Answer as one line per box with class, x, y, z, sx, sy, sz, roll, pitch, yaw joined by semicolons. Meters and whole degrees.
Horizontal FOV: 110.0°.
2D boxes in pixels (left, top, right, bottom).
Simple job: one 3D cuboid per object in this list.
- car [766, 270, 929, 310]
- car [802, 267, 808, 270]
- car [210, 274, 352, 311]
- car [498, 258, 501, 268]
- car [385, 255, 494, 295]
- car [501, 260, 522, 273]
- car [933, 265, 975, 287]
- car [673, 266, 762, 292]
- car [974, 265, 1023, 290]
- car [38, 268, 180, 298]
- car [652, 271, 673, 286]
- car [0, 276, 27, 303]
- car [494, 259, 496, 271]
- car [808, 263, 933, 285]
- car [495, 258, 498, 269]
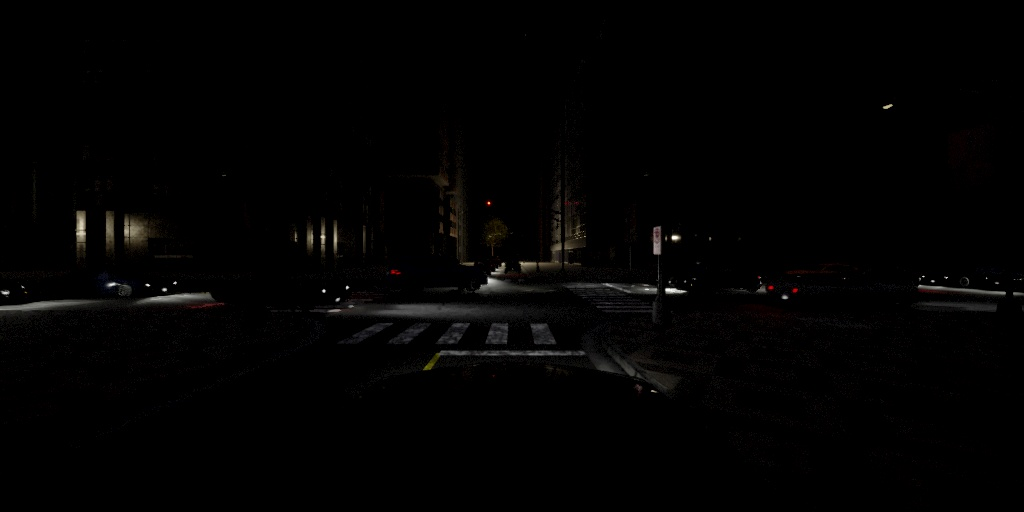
car;13.166;1.373;14.394;4.718;1.301;1.895;0;0;0
car;21.233;1.241;24.307;5.008;1.535;1.882;0;0;0
car;-8.852;1.352;13.995;4.718;1.301;1.895;0;0;7
car;-3.106;1.311;56.022;1.994;1.385;4.181;0;0;0
car;-4.140;0.969;19.968;5.566;2.045;2.150;0;1;-30
car;0.095;1.239;43.579;2.128;1.511;4.902;0;0;0
car;31.165;1.325;24.258;5.357;1.411;2.033;0;0;1
car;12.187;1.323;21.098;4.181;1.385;1.994;0;0;0
car;30.765;1.309;21.010;4.674;1.442;1.812;0;0;0
car;-19.889;1.285;17.787;5.357;1.411;2.033;0;0;0
car;12.098;1.353;24.351;4.718;1.301;1.895;0;0;3
car;-22.924;1.247;14.552;4.892;1.490;1.837;0;0;0
car;-3.080;1.239;36.082;2.128;1.511;4.902;0;0;0
car;20.883;1.261;21.059;4.902;1.511;2.128;0;0;0
car;-3.096;1.252;46.038;1.837;1.490;4.892;0;0;0
